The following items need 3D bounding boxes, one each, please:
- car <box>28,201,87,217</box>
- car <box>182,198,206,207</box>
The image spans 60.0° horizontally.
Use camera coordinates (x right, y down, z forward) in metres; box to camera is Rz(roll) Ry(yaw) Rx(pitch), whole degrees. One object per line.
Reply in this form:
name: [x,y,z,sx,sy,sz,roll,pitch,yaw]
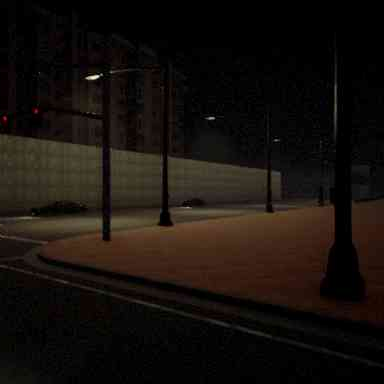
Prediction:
car: [-12.787,1.570,32.102,2.033,1.411,5.357,0,0,36]
car: [0.288,1.587,50.262,1.994,1.385,4.181,0,0,36]
